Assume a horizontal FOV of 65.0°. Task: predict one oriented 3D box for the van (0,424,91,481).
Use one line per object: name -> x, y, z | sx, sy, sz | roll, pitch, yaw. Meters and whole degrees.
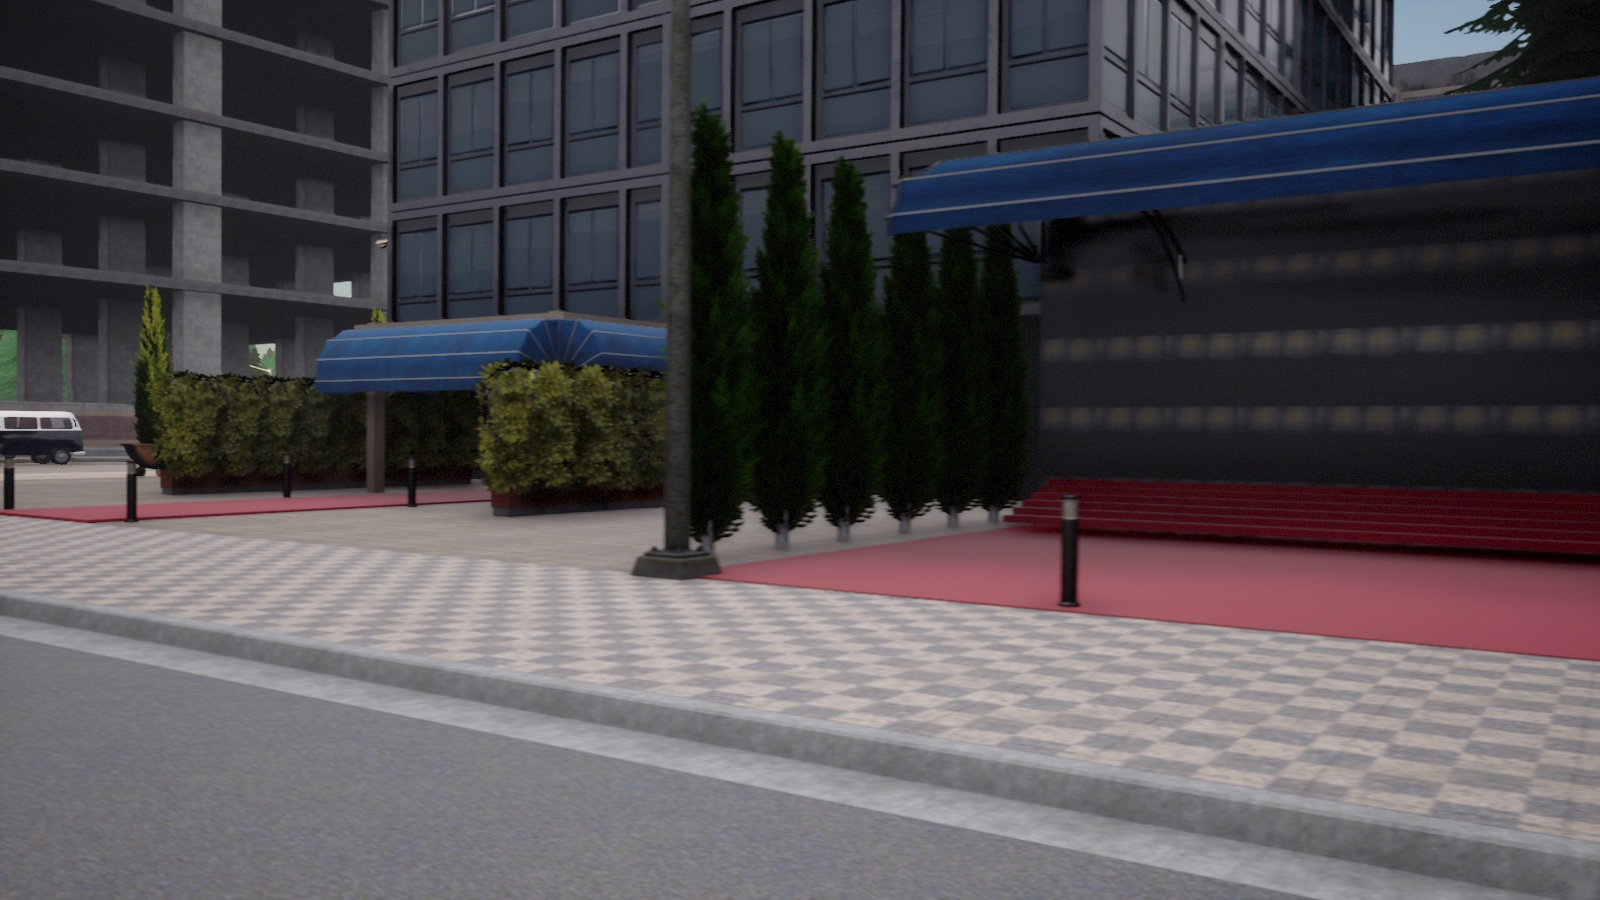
van -> -29.242, 0.082, 46.713 | 2.069, 2.038, 4.480 | 0, 1, 34
